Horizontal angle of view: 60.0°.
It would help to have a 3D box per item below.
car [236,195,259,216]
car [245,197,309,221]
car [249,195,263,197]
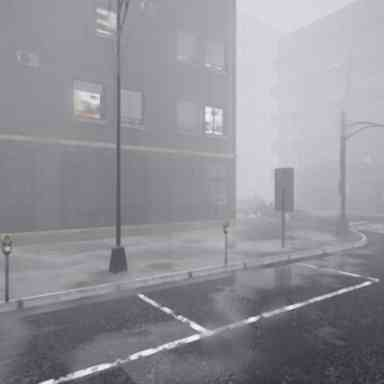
[{"bbox_3d":[3.225,1.237,28.668,1.752,1.417,4.829,1,0,-36],"label":"car"},{"bbox_3d":[6.402,1.337,24.305,2.008,1.369,4.403,1,0,-36],"label":"car"},{"bbox_3d":[6.642,1.079,38.212,1.967,1.590,4.097,1,0,-36],"label":"car"}]
